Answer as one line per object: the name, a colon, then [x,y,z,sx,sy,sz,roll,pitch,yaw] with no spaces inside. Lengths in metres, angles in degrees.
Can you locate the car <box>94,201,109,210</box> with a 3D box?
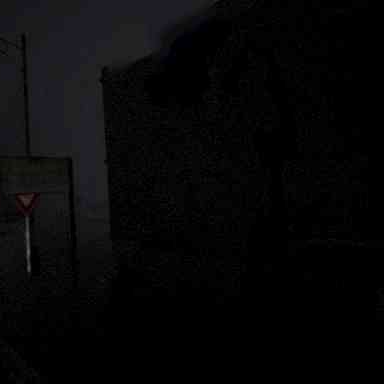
car: [-16.626,2.359,61.894,1.812,1.442,4.674,-5,2,18]

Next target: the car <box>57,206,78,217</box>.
car: [-18.876,2.926,50.769,1.812,1.442,4.674,-4,0,4]

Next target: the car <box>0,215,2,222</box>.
car: [-26.343,3.208,42.420,4.181,1.385,1.994,-3,-3,23]
